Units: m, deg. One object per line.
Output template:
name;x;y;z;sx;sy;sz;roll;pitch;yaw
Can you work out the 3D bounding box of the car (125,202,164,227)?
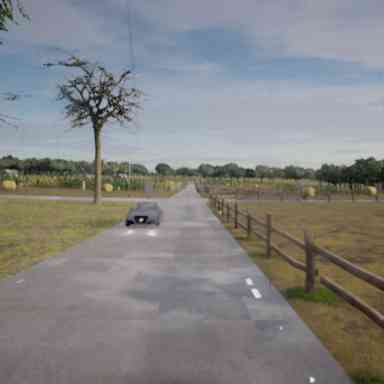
car;-2.826;1.335;20.489;1.994;1.385;4.181;0;1;0
